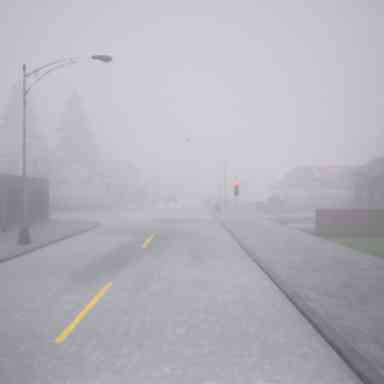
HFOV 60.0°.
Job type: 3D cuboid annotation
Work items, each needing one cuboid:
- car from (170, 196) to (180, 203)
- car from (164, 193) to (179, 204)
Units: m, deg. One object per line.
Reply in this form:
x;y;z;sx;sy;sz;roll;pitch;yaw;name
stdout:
-4.018;1.774;79.849;2.128;1.511;4.902;0;0;0;car
-4.021;1.234;63.946;2.150;2.045;5.566;0;0;0;car
